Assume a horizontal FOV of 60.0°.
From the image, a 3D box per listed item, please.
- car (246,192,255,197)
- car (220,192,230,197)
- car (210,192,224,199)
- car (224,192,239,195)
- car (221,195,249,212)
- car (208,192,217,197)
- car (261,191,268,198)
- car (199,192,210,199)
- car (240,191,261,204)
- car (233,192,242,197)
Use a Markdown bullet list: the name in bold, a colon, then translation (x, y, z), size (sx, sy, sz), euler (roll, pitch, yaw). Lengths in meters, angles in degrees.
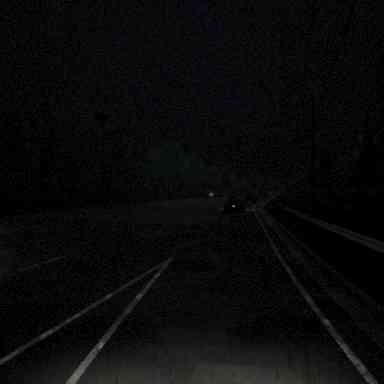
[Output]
- **car**: translation (15.928, 0.750, 90.989), size (1.994, 1.385, 4.181), euler (0, 0, 15)
- **car**: translation (9.187, 0.757, 92.875), size (1.895, 1.301, 4.718), euler (0, 0, 15)
- **car**: translation (6.524, 0.938, 83.203), size (1.994, 1.385, 4.181), euler (0, 0, 15)
- **car**: translation (9.788, 0.906, 81.872), size (1.837, 1.490, 4.892), euler (0, 0, 15)
- **car**: translation (4.466, 1.318, 34.361), size (1.994, 1.385, 4.181), euler (0, 0, 12)
- **car**: translation (5.805, 0.668, 93.775), size (1.812, 1.442, 4.674), euler (0, 0, 15)
- **car**: translation (18.868, 0.619, 88.478), size (2.150, 2.045, 5.566), euler (0, 0, 15)
- **car**: translation (3.039, 0.870, 83.729), size (1.837, 1.490, 4.892), euler (0, 0, 15)
- **car**: translation (9.565, 0.973, 54.262), size (2.097, 1.767, 4.553), euler (0, 0, 15)
- **car**: translation (12.554, 0.680, 91.917), size (1.837, 1.490, 4.892), euler (0, 0, 15)
